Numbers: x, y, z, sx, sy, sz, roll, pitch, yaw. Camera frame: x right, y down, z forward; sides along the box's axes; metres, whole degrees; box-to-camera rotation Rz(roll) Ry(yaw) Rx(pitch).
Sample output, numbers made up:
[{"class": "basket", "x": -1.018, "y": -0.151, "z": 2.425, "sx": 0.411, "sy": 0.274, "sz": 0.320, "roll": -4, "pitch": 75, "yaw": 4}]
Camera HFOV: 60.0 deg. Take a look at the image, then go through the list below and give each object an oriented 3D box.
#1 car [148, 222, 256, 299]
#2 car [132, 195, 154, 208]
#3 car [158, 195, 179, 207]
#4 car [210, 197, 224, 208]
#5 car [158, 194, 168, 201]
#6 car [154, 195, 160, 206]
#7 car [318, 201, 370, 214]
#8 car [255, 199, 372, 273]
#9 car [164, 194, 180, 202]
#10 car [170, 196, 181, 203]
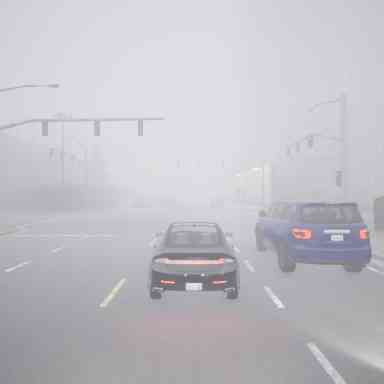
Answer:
[{"class": "car", "x": 0.053, "y": 1.492, "z": 8.417, "sx": 2.128, "sy": 1.511, "sz": 4.902, "roll": 0, "pitch": 0, "yaw": 0}, {"class": "car", "x": -7.165, "y": 1.352, "z": 47.291, "sx": 2.097, "sy": 1.767, "sz": 4.553, "roll": 0, "pitch": 0, "yaw": 2}, {"class": "car", "x": -3.608, "y": 1.547, "z": 51.909, "sx": 2.033, "sy": 1.411, "sz": 5.357, "roll": 0, "pitch": 0, "yaw": 0}, {"class": "car", "x": 3.604, "y": 1.491, "z": 48.852, "sx": 2.128, "sy": 1.511, "sz": 4.902, "roll": 0, "pitch": 0, "yaw": -1}, {"class": "car", "x": -7.034, "y": 1.341, "z": 82.316, "sx": 2.097, "sy": 1.767, "sz": 4.553, "roll": 0, "pitch": 0, "yaw": 0}, {"class": "car", "x": -7.108, "y": 1.352, "z": 56.115, "sx": 2.097, "sy": 1.767, "sz": 4.553, "roll": 0, "pitch": 0, "yaw": 0}, {"class": "car", "x": 16.199, "y": 1.656, "z": 35.664, "sx": 4.718, "sy": 1.301, "sz": 1.895, "roll": 0, "pitch": 0, "yaw": 0}, {"class": "car", "x": 3.567, "y": 1.221, "z": 10.862, "sx": 2.150, "sy": 2.045, "sz": 5.566, "roll": 0, "pitch": 0, "yaw": 0}, {"class": "car", "x": -3.594, "y": 1.505, "z": 61.505, "sx": 1.837, "sy": 1.490, "sz": 4.892, "roll": 0, "pitch": 0, "yaw": 1}, {"class": "car", "x": -3.530, "y": 1.540, "z": 71.904, "sx": 2.033, "sy": 1.411, "sz": 5.357, "roll": 0, "pitch": 0, "yaw": 0}]
